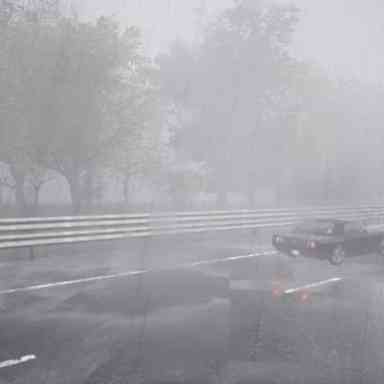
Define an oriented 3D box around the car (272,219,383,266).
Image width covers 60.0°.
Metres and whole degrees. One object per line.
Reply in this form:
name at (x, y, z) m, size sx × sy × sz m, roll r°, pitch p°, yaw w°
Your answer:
car at (5.085, 1.611, 11.658) m, size 4.718 × 1.301 × 1.895 m, roll 0°, pitch 0°, yaw -34°
